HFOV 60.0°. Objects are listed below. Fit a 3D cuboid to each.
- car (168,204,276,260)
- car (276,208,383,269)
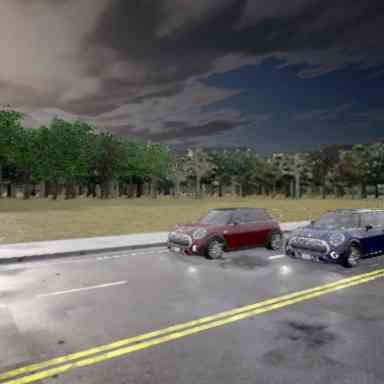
[{"bbox_3d":[1.319,1.377,12.608,4.553,1.767,2.097,0,0,-36],"label":"car"},{"bbox_3d":[5.315,1.384,11.466,4.553,1.767,2.097,0,0,-36],"label":"car"}]
